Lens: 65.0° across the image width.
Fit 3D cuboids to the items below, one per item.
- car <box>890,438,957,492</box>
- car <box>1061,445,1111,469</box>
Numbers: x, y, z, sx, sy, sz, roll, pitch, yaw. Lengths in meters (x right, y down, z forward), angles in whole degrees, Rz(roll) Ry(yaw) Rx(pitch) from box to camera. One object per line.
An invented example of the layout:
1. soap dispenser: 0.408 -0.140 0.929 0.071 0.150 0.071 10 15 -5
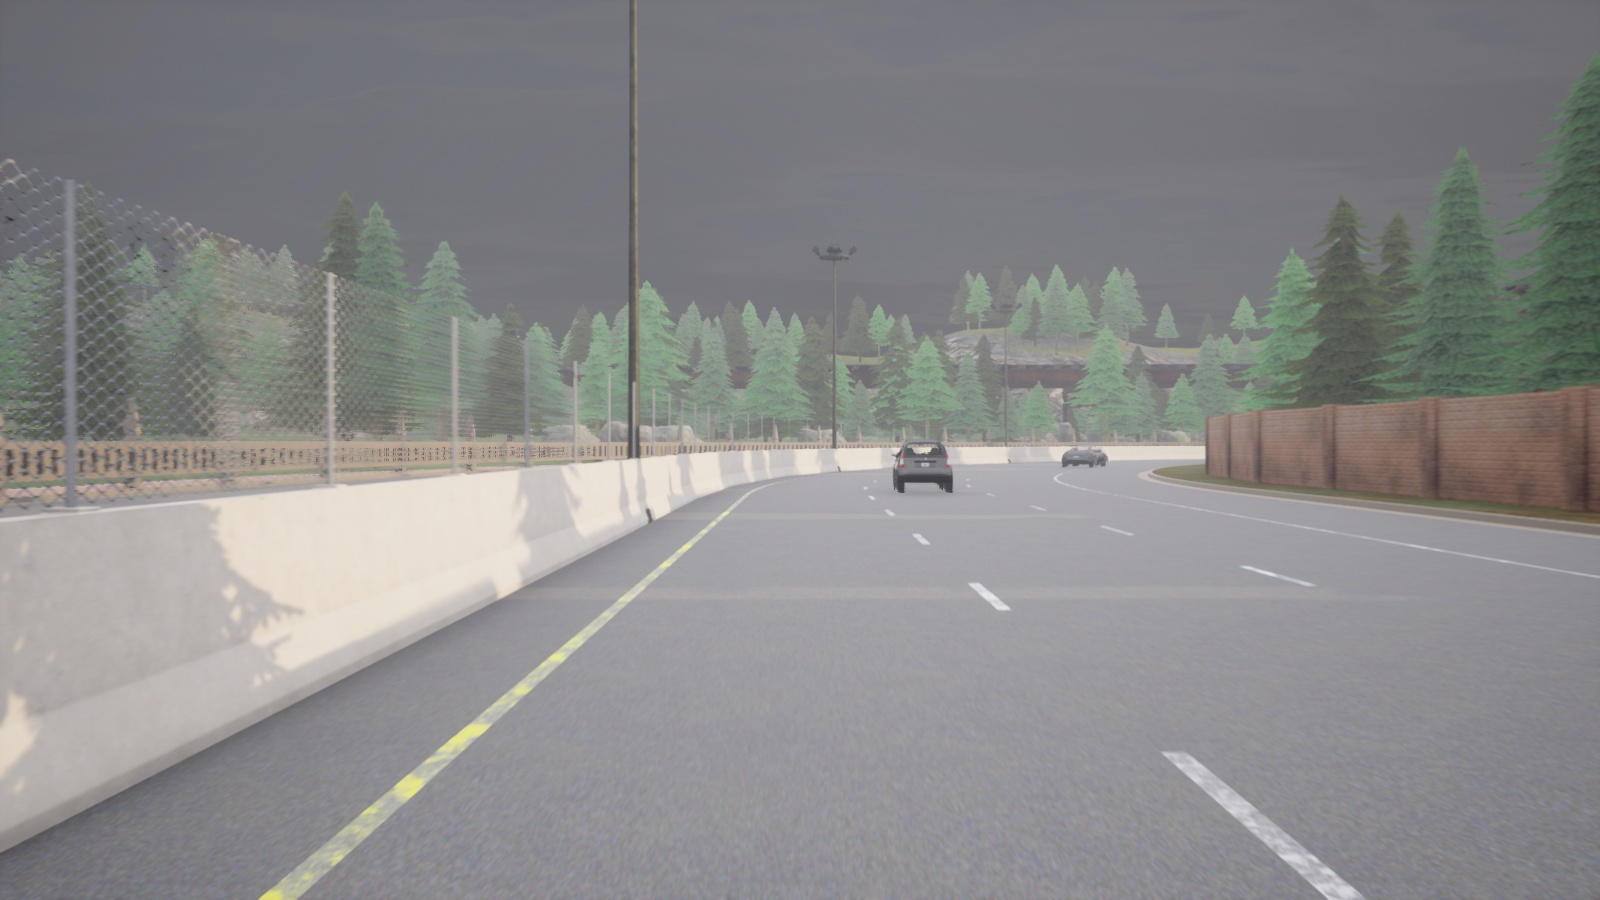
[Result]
1. car: 3.830 0.430 39.456 1.851 1.617 3.988 0 0 2
2. car: 17.500 0.402 76.632 1.994 1.385 4.181 0 0 28
